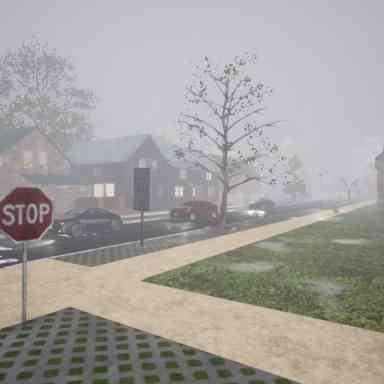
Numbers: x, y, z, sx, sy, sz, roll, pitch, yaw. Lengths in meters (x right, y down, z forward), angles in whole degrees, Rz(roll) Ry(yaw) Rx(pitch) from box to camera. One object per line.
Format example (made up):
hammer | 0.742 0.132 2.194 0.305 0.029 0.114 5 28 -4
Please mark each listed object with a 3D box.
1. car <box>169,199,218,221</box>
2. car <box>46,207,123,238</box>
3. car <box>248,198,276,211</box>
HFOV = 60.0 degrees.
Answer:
car | 0.198 1.348 26.220 1.882 1.535 5.008 1 1 34
car | -5.628 1.489 17.447 1.994 1.385 4.181 1 1 34
car | 8.002 1.363 37.882 1.994 1.385 4.181 1 1 34
